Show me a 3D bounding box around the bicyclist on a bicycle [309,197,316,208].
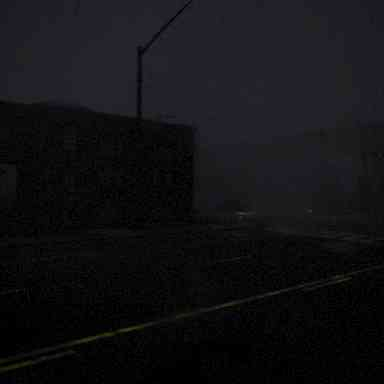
[{"bbox_3d":[18.381,1.607,50.794,1.656,1.620,0.582,0,0,-35],"label":"bicyclist on a bicycle"}]

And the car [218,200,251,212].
[{"bbox_3d":[5.135,1.694,40.979,1.812,1.442,4.674,1,0,-35],"label":"car"}]
